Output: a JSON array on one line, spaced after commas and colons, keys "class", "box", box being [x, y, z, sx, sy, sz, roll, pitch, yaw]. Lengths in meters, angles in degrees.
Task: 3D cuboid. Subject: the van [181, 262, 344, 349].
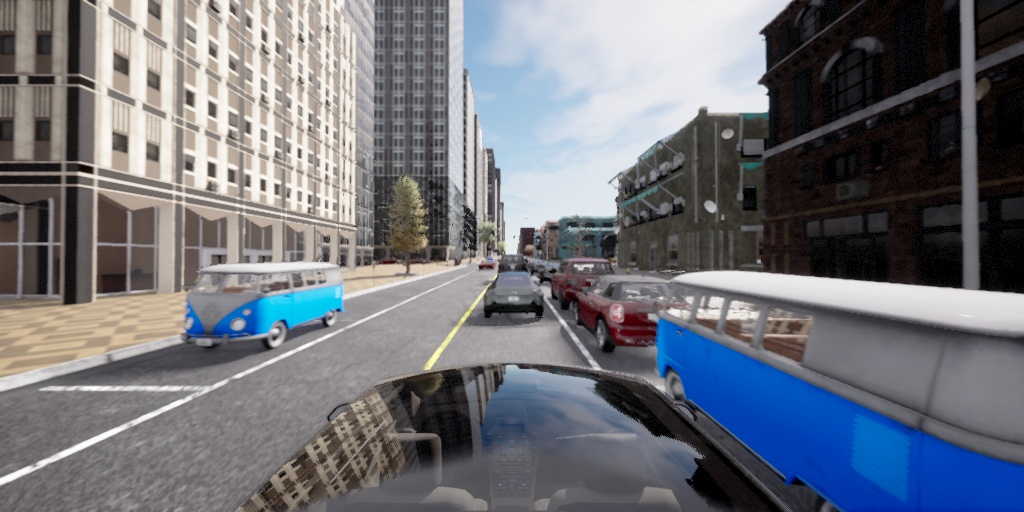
[{"class": "van", "box": [-5.688, 1.055, 8.719, 1.690, 1.789, 3.998, 0, 0, 0]}]

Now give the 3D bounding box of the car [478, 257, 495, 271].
[{"class": "car", "box": [-3.080, 1.124, 44.264, 1.895, 1.301, 4.718, 0, 0, 0]}]

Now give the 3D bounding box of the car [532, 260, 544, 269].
[{"class": "car", "box": [2.698, 1.193, 25.152, 1.948, 1.339, 4.313, 0, 0, 0]}]

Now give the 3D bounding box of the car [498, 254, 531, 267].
[{"class": "car", "box": [0.072, 0.837, 27.748, 2.150, 2.045, 5.566, 0, 1, 0]}]

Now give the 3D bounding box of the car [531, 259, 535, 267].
[{"class": "car", "box": [2.701, 1.133, 36.108, 1.948, 1.339, 4.313, 0, 0, 0]}]

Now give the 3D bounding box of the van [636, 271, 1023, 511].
[{"class": "van", "box": [2.692, 1.083, 3.242, 1.690, 1.789, 3.998, 0, 0, 0]}]

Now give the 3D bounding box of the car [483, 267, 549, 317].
[{"class": "car", "box": [0.067, 1.256, 12.828, 1.994, 1.385, 4.181, 0, 0, 0]}]

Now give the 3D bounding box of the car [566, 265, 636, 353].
[{"class": "car", "box": [2.693, 1.154, 8.720, 1.967, 1.591, 4.097, 0, 0, 0]}]

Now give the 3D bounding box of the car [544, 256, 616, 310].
[{"class": "car", "box": [2.695, 1.000, 14.198, 2.192, 1.841, 5.009, 0, 0, 0]}]
